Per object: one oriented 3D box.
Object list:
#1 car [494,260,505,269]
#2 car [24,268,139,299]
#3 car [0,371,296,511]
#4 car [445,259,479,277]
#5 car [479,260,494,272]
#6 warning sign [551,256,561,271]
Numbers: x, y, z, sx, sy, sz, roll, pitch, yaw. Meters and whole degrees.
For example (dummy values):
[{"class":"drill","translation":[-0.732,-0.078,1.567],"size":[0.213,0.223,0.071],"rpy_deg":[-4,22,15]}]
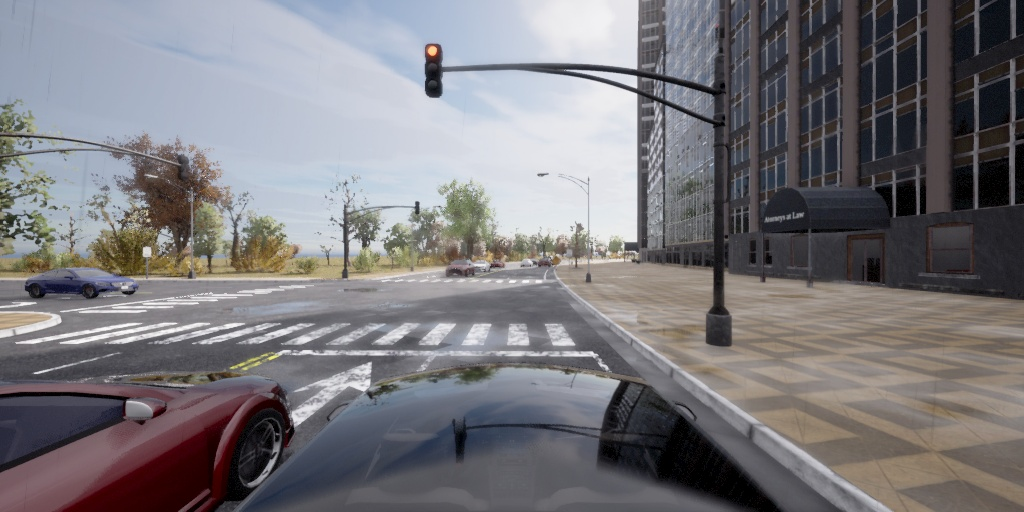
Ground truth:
[{"class":"car","translation":[-2.362,1.353,56.501],"size":[1.895,1.301,4.718],"rpy_deg":[0,0,9]},{"class":"car","translation":[-21.665,1.323,18.076],"size":[4.674,1.442,1.812],"rpy_deg":[0,0,4]},{"class":"car","translation":[-3.108,1.314,1.797],"size":[1.994,1.385,4.181],"rpy_deg":[0,0,0]},{"class":"car","translation":[-4.974,1.100,35.003],"size":[2.097,1.767,4.553],"rpy_deg":[0,0,6]},{"class":"car","translation":[-3.911,1.275,45.069],"size":[1.812,1.442,4.674],"rpy_deg":[0,0,7]},{"class":"warning sign","translation":[5.419,0.869,43.943],"size":[1.300,1.860,1.060],"rpy_deg":[0,0,7]}]
